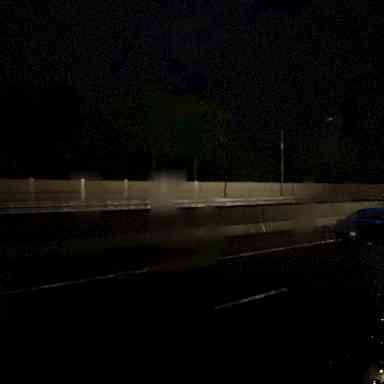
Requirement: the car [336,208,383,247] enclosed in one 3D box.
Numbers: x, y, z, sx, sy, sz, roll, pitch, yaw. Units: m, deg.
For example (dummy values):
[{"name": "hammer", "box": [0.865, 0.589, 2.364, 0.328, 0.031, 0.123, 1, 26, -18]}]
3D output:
[{"name": "car", "box": [8.045, 1.388, 13.894, 5.008, 1.535, 1.882, -1, 0, -35]}]
